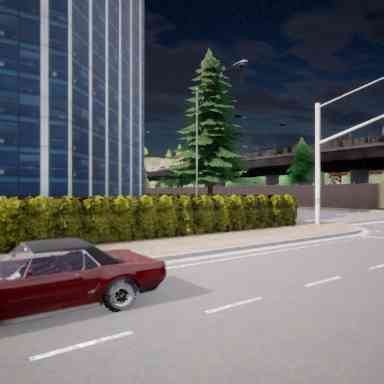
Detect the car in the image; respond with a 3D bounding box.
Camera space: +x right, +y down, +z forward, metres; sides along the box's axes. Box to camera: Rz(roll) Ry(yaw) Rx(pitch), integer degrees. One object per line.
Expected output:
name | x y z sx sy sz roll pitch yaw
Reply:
car | -2.932 1.601 6.168 4.718 1.301 1.895 0 0 -35
